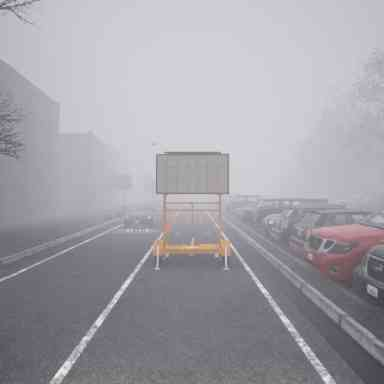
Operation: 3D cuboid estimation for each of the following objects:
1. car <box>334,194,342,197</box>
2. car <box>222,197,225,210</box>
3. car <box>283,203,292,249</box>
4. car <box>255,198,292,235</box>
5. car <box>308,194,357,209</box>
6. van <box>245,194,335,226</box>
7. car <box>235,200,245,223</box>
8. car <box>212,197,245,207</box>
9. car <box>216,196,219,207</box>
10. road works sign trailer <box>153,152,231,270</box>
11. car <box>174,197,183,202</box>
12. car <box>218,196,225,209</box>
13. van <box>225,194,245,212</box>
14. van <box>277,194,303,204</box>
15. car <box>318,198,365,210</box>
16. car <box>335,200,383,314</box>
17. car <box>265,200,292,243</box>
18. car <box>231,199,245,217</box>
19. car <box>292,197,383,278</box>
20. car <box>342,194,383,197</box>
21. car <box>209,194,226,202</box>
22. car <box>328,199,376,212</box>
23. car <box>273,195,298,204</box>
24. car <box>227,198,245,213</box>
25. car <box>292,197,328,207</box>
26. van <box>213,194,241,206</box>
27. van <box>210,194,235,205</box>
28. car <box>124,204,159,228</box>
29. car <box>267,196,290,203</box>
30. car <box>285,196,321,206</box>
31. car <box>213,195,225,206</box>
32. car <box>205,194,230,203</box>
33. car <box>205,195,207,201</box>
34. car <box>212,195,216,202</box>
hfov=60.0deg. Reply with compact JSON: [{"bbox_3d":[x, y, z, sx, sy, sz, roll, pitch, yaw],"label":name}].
[{"bbox_3d":[18.760,1.241,36.374,5.566,2.045,2.435,0,0,0],"label":"car"},{"bbox_3d":[5.736,1.520,33.358,4.792,1.488,2.163,0,0,0],"label":"car"},{"bbox_3d":[5.656,1.359,10.932,4.553,1.767,2.185,0,0,0],"label":"car"},{"bbox_3d":[5.724,1.360,16.538,4.553,1.767,2.185,0,0,0],"label":"car"},{"bbox_3d":[18.768,1.254,44.729,5.566,2.045,2.435,0,0,0],"label":"car"},{"bbox_3d":[5.578,1.261,19.342,4.442,1.987,1.878,0,0,0],"label":"van"},{"bbox_3d":[5.692,1.487,22.145,5.008,1.535,2.097,0,0,0],"label":"car"},{"bbox_3d":[5.718,1.531,52.978,5.008,1.535,2.097,0,0,0],"label":"car"},{"bbox_3d":[5.706,1.493,38.961,5.008,1.535,2.097,0,0,0],"label":"car"},{"bbox_3d":[0.016,0.473,11.049,2.380,3.560,2.880,0,0,1],"label":"road works sign trailer"},{"bbox_3d":[-3.078,1.780,77.422,1.895,1.301,4.718,0,-1,0],"label":"car"},{"bbox_3d":[5.895,1.489,36.161,5.366,1.575,1.946,0,0,0],"label":"car"},{"bbox_3d":[5.588,1.264,30.555,4.442,1.987,1.878,0,0,0],"label":"van"},{"bbox_3d":[18.934,1.346,64.226,4.442,1.987,1.878,0,0,0],"label":"van"},{"bbox_3d":[18.788,1.500,41.942,5.008,1.535,2.097,0,0,0],"label":"car"},{"bbox_3d":[5.654,1.232,5.325,5.566,2.045,2.435,0,0,0],"label":"car"},{"bbox_3d":[5.659,1.360,13.735,4.553,1.767,2.185,0,0,0],"label":"car"},{"bbox_3d":[5.670,1.518,24.948,4.792,1.488,2.163,0,0,0],"label":"car"},{"bbox_3d":[5.657,1.232,8.129,5.566,2.045,2.435,0,0,0],"label":"car"},{"bbox_3d":[18.758,1.241,33.712,5.566,2.045,2.435,0,0,0],"label":"car"},{"bbox_3d":[5.750,1.270,50.175,5.566,2.045,2.435,0,0,0],"label":"car"},{"bbox_3d":[18.789,1.535,39.281,4.674,1.452,2.002,0,0,0],"label":"car"},{"bbox_3d":[18.792,1.459,67.006,4.553,1.767,2.185,0,0,0],"label":"car"},{"bbox_3d":[5.673,1.519,27.751,4.792,1.488,2.163,0,0,0],"label":"car"},{"bbox_3d":[18.798,1.533,53.082,5.008,1.535,2.097,0,0,0],"label":"car"},{"bbox_3d":[5.843,1.315,55.782,4.442,1.987,1.878,0,0,0],"label":"van"},{"bbox_3d":[5.617,1.335,61.389,4.442,1.987,1.878,0,0,0],"label":"van"},{"bbox_3d":[-3.300,1.540,22.313,1.812,1.442,4.674,0,0,0],"label":"car"},{"bbox_3d":[18.838,1.657,72.574,4.674,1.452,2.002,0,0,0],"label":"car"},{"bbox_3d":[18.621,1.540,55.868,5.366,1.575,1.946,0,0,0],"label":"car"},{"bbox_3d":[5.687,1.534,44.569,4.792,1.488,2.163,0,0,0],"label":"car"},{"bbox_3d":[5.792,1.387,75.404,5.566,2.045,2.435,0,0,0],"label":"car"},{"bbox_3d":[5.772,1.333,66.994,5.566,2.045,2.435,0,0,0],"label":"car"},{"bbox_3d":[5.714,1.513,47.367,4.892,1.521,2.231,0,0,0],"label":"car"}]
